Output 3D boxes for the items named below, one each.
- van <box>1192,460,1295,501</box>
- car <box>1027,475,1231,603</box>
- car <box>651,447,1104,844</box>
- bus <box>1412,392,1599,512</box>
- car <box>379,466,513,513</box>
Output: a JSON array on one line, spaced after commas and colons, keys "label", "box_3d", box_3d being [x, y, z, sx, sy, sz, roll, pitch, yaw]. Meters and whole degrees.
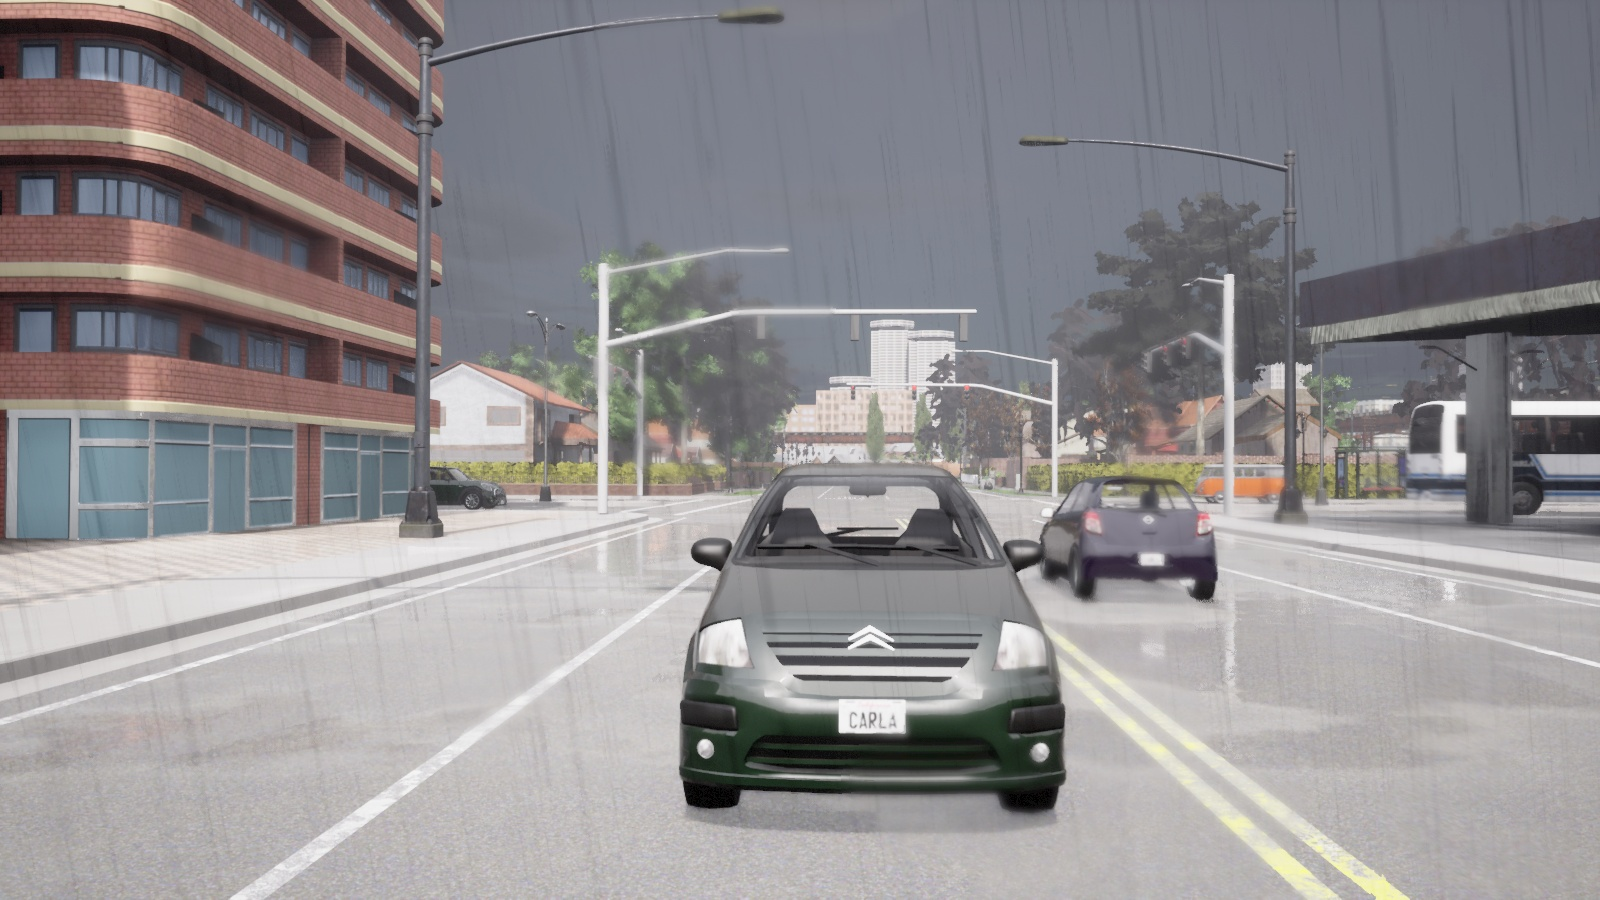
[{"label": "van", "box_3d": [21.816, 1.503, 61.901, 4.442, 1.987, 1.775, -1, -1, 3]}, {"label": "car", "box_3d": [4.204, 1.087, 16.626, 1.845, 1.501, 3.633, 0, -1, 2]}, {"label": "car", "box_3d": [0.379, 0.828, 7.145, 1.851, 1.617, 3.988, 0, -1, 2]}, {"label": "bus", "box_3d": [28.827, 0.094, 46.550, 10.273, 4.253, 3.944, 0, -1, 3]}, {"label": "car", "box_3d": [-13.703, 1.537, 48.788, 4.553, 1.767, 2.097, 0, -1, 5]}]
